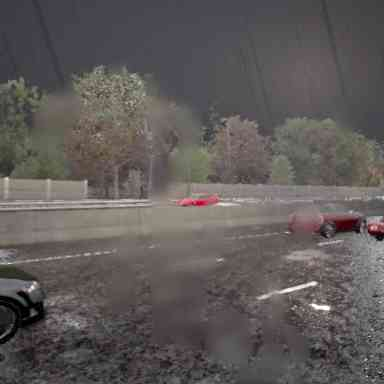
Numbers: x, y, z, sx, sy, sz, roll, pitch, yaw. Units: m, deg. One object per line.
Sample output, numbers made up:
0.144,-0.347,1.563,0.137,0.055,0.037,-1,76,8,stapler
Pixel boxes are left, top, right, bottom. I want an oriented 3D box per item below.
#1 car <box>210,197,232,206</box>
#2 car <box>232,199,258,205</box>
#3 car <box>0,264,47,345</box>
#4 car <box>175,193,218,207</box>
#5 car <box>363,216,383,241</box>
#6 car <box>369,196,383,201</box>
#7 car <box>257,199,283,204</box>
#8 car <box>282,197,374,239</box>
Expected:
4.700,1.579,37.425,4.718,1.301,1.895,0,0,-35,car
6.939,1.470,34.720,4.902,1.511,2.128,0,0,-35,car
-4.436,1.566,4.880,4.181,1.385,1.994,0,0,-36,car
0.705,1.200,38.875,5.566,2.045,2.150,0,0,-35,car
10.090,1.582,15.239,4.718,1.301,1.895,0,0,-35,car
33.950,1.534,62.467,4.902,1.511,2.128,0,0,-35,car
8.996,1.469,31.888,4.902,1.511,2.128,0,0,-35,car
7.222,1.335,17.494,4.553,1.767,2.097,0,0,-35,car
